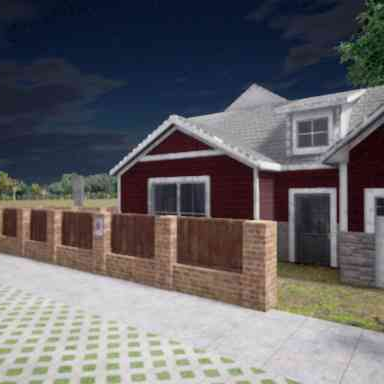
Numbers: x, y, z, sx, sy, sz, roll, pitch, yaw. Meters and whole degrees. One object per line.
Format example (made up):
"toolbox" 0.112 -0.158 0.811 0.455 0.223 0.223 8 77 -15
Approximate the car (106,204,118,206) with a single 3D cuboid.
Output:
"car" -7.006 1.819 30.173 2.033 1.411 5.357 0 -1 35
